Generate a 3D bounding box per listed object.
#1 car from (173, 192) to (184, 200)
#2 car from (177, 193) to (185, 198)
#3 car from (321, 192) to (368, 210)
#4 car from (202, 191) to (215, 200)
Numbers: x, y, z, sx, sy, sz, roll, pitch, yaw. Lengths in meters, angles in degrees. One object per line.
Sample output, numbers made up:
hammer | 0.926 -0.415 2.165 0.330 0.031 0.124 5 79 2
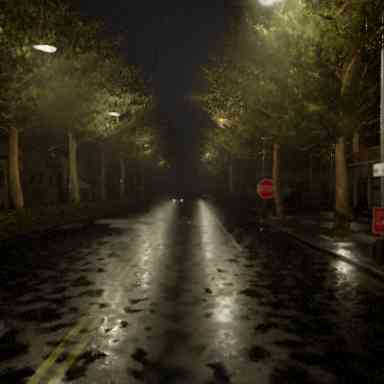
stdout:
car | -3.092 0.862 74.425 2.097 1.767 4.553 0 0 0
car | -3.005 0.941 89.971 2.033 1.411 5.357 0 0 0
car | 17.257 0.995 37.033 5.566 2.045 2.150 0 0 -1
car | 3.478 0.724 77.345 2.435 2.045 5.566 0 0 0
